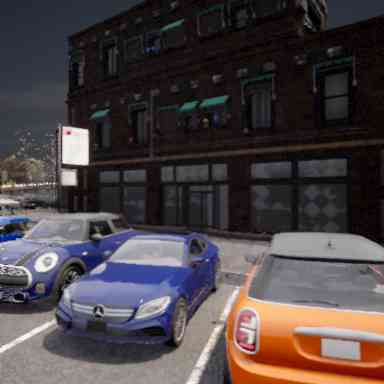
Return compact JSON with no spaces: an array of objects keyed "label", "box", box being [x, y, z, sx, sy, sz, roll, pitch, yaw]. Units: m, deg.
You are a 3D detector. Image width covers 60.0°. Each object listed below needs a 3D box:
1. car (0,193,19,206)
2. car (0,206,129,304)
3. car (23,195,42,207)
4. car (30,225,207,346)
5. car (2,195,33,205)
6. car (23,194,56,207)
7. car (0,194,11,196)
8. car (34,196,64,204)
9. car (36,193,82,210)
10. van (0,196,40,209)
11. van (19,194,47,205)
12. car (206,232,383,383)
[{"label":"car","box":[-32.211,1.270,55.706,5.566,2.045,2.435,-1,-1,14]},{"label":"car","box":[-3.044,1.361,8.378,2.185,1.767,4.553,1,-1,15]},{"label":"car","box":[-21.657,1.537,41.110,4.792,1.488,2.163,1,1,14]},{"label":"car","box":[-0.616,1.525,6.602,2.002,1.452,4.674,1,-1,16]},{"label":"car","box":[-30.578,1.397,58.220,4.553,1.767,2.185,-1,-1,14]},{"label":"car","box":[-20.002,1.257,43.572,5.566,2.045,2.435,1,1,14]},{"label":"car","box":[-23.254,1.255,38.668,5.566,2.045,2.435,1,0,14]},{"label":"car","box":[-27.172,1.526,63.221,4.892,1.521,2.231,-1,-1,14]},{"label":"car","box":[-18.346,1.259,46.024,5.566,2.045,2.435,1,1,14]},{"label":"van","box":[-7.923,1.263,11.954,1.878,1.987,4.442,0,-1,15]},{"label":"van","box":[-28.973,1.299,60.736,4.442,1.987,1.878,-1,0,14]},{"label":"car","box":[1.812,1.359,4.825,2.185,1.767,4.553,0,-1,16]}]
